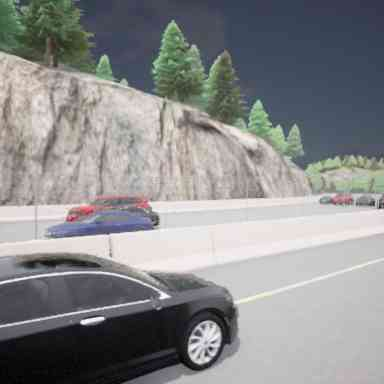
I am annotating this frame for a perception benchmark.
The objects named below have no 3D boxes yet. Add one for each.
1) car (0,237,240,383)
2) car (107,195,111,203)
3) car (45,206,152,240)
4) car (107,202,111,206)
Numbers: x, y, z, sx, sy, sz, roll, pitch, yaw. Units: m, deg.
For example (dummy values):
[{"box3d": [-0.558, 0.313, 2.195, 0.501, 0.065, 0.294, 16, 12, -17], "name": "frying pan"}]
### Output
[{"box3d": [-1.547, 1.513, 4.045, 4.892, 1.490, 1.837, 0, 0, -36], "name": "car"}, {"box3d": [-5.329, 1.242, 22.055, 5.566, 2.045, 2.150, 0, 0, -39], "name": "car"}, {"box3d": [-3.848, 1.541, 14.351, 4.674, 1.442, 1.812, 0, 0, -38], "name": "car"}, {"box3d": [-4.068, 1.520, 18.617, 4.892, 1.490, 1.837, 0, 0, -38], "name": "car"}]
